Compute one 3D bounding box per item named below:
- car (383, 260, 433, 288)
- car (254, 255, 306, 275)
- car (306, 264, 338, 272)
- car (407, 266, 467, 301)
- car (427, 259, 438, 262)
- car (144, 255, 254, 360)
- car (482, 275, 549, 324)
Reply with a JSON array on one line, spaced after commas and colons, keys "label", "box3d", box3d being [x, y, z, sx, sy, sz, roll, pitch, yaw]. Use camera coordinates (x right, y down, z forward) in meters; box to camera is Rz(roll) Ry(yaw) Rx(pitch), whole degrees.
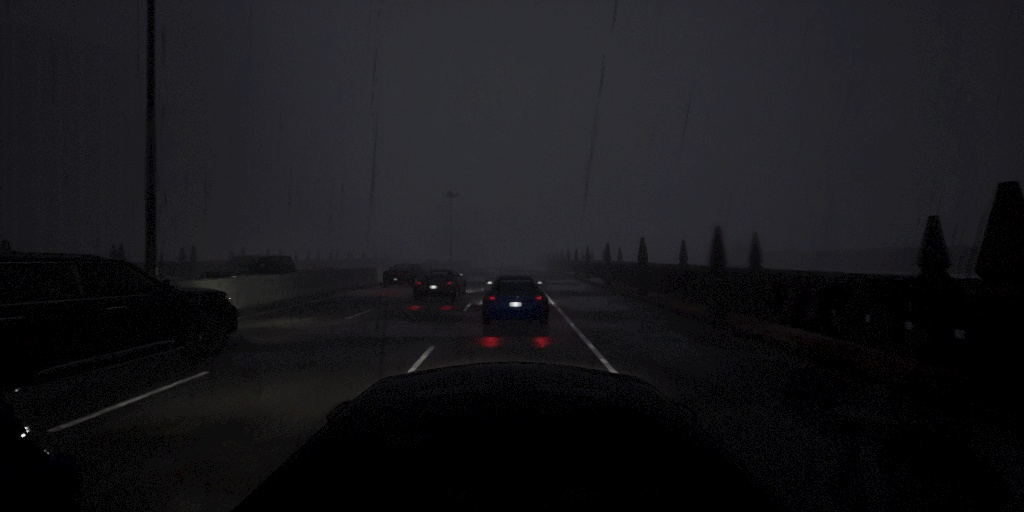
[{"label": "car", "box3d": [-6.896, 1.230, 23.692, 1.882, 1.535, 5.008, 0, 0, 0]}, {"label": "car", "box3d": [-14.096, 0.973, 19.567, 2.150, 2.045, 5.566, 0, 0, 0]}, {"label": "car", "box3d": [-17.579, 1.354, 32.124, 1.895, 1.301, 4.718, 0, 0, 0]}, {"label": "car", "box3d": [-3.396, 1.315, 17.516, 1.994, 1.385, 4.181, 0, 0, 0]}, {"label": "car", "box3d": [-13.507, 1.260, 59.806, 1.837, 1.490, 4.892, 0, 0, 2]}, {"label": "car", "box3d": [-6.899, 0.972, 5.224, 2.150, 2.045, 5.566, 0, 0, 0]}, {"label": "car", "box3d": [0.101, 1.315, 11.981, 1.994, 1.385, 4.181, 0, 0, 0]}]
